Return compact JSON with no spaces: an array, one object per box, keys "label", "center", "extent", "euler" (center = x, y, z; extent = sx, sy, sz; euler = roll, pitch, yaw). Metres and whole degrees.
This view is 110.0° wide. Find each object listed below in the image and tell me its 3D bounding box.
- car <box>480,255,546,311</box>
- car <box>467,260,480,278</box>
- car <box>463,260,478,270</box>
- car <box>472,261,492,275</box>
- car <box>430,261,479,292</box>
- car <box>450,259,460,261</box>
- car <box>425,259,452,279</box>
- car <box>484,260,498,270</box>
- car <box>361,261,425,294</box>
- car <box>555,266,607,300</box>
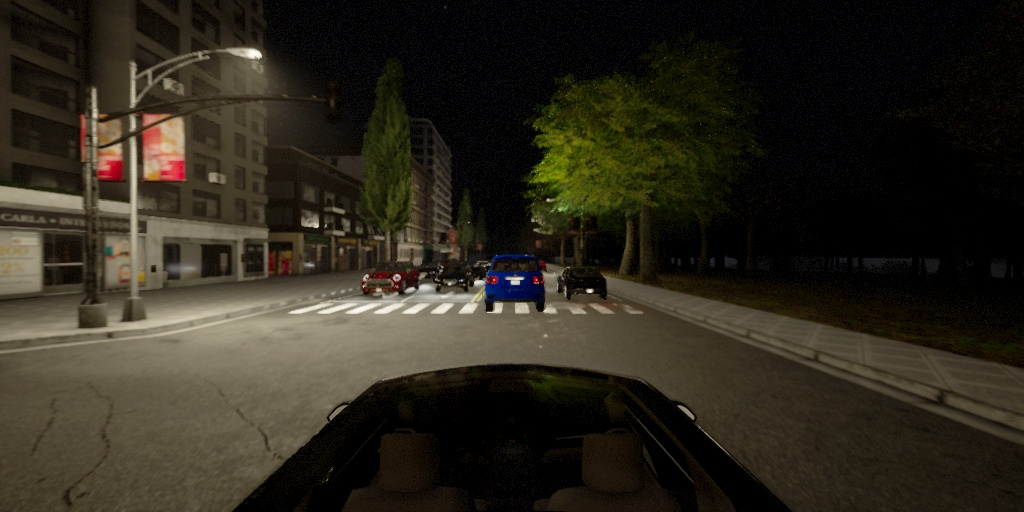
[{"label":"car","center":[0.092,0.967,14.576],"extent":[2.150,2.045,5.566],"euler":[0,0,0]},{"label":"car","center":[-3.316,1.309,30.509],"extent":[1.994,1.385,4.181],"euler":[0,0,1]},{"label":"car","center":[-6.490,1.352,55.994],"extent":[1.812,1.442,4.674],"euler":[0,0,0]},{"label":"car","center":[-3.303,1.280,40.405],"extent":[1.812,1.442,4.674],"euler":[0,0,1]},{"label":"car","center":[-3.328,1.249,21.608],"extent":[1.837,1.490,4.892],"euler":[0,0,0]},{"label":"car","center":[-6.569,1.108,38.939],"extent":[2.097,1.767,4.553],"euler":[0,0,0]},{"label":"car","center":[-6.580,1.236,28.905],"extent":[2.128,1.511,4.902],"euler":[0,0,0]},{"label":"car","center":[-3.240,1.338,55.994],"extent":[1.812,1.442,4.674],"euler":[0,0,0]},{"label":"car","center":[-6.583,1.096,19.972],"extent":[2.097,1.767,4.553],"euler":[0,0,0]},{"label":"car","center":[3.353,1.250,17.850],"extent":[1.837,1.490,4.892],"euler":[0,0,0]}]
